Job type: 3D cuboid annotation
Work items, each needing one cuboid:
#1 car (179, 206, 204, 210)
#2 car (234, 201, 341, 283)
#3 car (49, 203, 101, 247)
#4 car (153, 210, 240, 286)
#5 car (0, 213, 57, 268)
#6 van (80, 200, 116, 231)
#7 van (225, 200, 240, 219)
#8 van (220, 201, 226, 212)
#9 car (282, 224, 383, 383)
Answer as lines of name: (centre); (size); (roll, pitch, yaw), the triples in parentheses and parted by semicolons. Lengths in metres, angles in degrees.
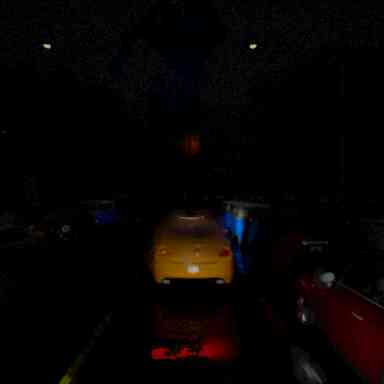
car: (-0.028, 1.555, 19.033); (2.128, 1.511, 4.902); (0, 0, 0)
car: (2.726, 1.347, 9.701); (2.192, 1.841, 5.009); (0, 0, 0)
car: (-5.821, 1.490, 15.104); (1.967, 1.590, 4.097); (0, 0, 0)
car: (0.047, 1.509, 9.532); (1.882, 1.535, 5.008); (0, 0, 0)
car: (-5.798, 1.557, 9.497); (1.752, 1.417, 4.829); (0, 0, 0)
van: (-5.843, 1.409, 20.542); (1.690, 1.788, 3.998); (0, 0, 0)
van: (2.704, 1.391, 15.138); (1.690, 1.788, 3.998); (0, 0, 0)
van: (2.683, 1.409, 20.576); (1.690, 1.788, 3.998); (0, 0, 0)
car: (2.748, 1.454, 4.263); (1.967, 1.590, 4.097); (0, 0, 0)
